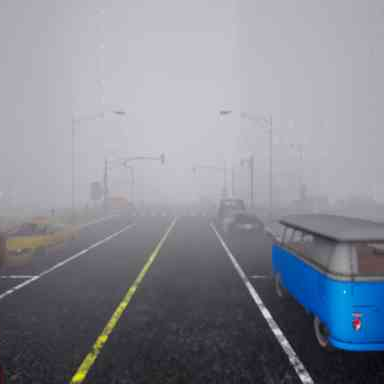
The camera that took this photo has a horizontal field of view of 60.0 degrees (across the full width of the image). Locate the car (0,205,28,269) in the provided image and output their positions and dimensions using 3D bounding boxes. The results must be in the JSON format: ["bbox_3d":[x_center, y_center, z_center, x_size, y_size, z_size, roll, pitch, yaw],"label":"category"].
[{"bbox_3d":[-5.329,1.325,5.899,2.192,1.841,5.009,-1,0,0],"label":"car"}]

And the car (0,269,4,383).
[{"bbox_3d":[-2.850,1.567,1.585,1.994,1.385,4.181,0,0,0],"label":"car"}]

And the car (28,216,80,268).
[{"bbox_3d":[-5.325,1.543,11.377,1.752,1.417,4.829,-1,0,0],"label":"car"}]

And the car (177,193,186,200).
[{"bbox_3d":[-2.733,1.092,93.071,2.097,1.767,4.553,0,0,0],"label":"car"}]

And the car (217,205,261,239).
[{"bbox_3d":[2.557,1.592,17.227,1.947,1.339,4.313,-1,0,0],"label":"car"}]

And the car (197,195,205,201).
[{"bbox_3d":[2.570,1.563,93.957,1.967,1.590,4.097,-1,0,0],"label":"car"}]

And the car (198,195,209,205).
[{"bbox_3d":[2.533,1.667,60.809,1.802,1.307,4.206,-1,0,0],"label":"car"}]

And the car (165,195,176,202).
[{"bbox_3d":[-5.313,1.546,77.359,1.967,1.590,4.097,-1,0,0],"label":"car"}]

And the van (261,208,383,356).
[{"bbox_3d":[2.552,1.350,5.930,1.690,1.788,3.998,-1,0,0],"label":"van"}]

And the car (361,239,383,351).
[{"bbox_3d":[2.550,1.316,0.281,2.192,1.841,5.009,-1,0,0],"label":"car"}]

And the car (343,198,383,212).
[{"bbox_3d":[20.188,1.726,38.533,4.206,1.307,1.802,0,1,0],"label":"car"}]

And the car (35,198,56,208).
[{"bbox_3d":[-21.440,1.530,46.584,4.403,1.369,2.008,0,1,0],"label":"car"}]

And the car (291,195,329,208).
[{"bbox_3d":[16.570,1.347,46.661,5.009,1.841,2.192,0,1,0],"label":"car"}]

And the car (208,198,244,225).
[{"bbox_3d":[2.554,1.349,22.876,2.192,1.841,5.009,-1,0,0],"label":"car"}]

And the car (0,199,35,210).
[{"bbox_3d":[-21.253,1.613,38.445,4.829,1.417,1.752,0,1,0],"label":"car"}]

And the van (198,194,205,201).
[{"bbox_3d":[2.568,1.458,88.432,1.690,1.788,3.998,-1,0,0],"label":"van"}]

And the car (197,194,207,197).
[{"bbox_3d":[2.552,1.414,71.859,2.192,1.841,5.009,-1,0,0],"label":"car"}]

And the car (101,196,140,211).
[{"bbox_3d":[-8.789,1.387,41.164,4.553,1.767,2.097,0,0,0],"label":"car"}]

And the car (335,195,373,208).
[{"bbox_3d":[22.902,1.355,46.674,5.009,1.841,2.192,0,1,0],"label":"car"}]
